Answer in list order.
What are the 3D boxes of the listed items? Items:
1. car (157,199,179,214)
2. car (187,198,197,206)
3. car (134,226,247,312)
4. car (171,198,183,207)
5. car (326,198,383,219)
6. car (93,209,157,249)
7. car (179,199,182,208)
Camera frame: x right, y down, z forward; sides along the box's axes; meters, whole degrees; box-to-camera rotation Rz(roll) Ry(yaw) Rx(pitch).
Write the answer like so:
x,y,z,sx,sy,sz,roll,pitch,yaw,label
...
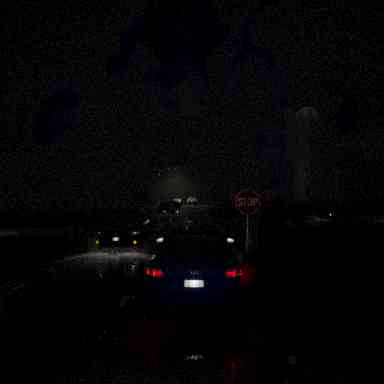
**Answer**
x,y,z,sx,sy,sz,roll,pitch,yaw,label
-2.869,1.694,37.474,2.033,1.411,5.357,0,0,0,car
-0.028,1.946,68.668,2.097,1.767,4.553,0,-1,0,car
0.072,1.575,7.827,1.994,1.385,4.181,0,0,1,car
-2.823,1.995,63.229,2.128,1.511,4.902,0,-1,0,car
12.545,1.145,23.834,5.357,1.411,2.033,-2,-1,-2,car
-2.863,1.589,14.519,1.994,1.385,4.181,0,0,0,car
-2.850,1.906,50.779,1.895,1.301,4.718,0,-1,0,car
